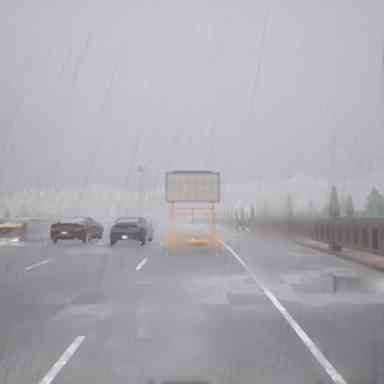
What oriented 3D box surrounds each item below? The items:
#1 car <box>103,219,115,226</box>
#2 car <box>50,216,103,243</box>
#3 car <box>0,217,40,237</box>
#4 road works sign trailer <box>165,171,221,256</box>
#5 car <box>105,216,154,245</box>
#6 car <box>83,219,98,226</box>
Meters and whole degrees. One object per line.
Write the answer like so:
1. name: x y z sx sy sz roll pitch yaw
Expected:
1. car: -18.051 6.625 72.456 1.882 1.535 5.008 0 -5 -5
2. car: -6.859 2.259 20.349 1.882 1.535 5.008 0 -5 0
3. car: -14.046 2.851 27.443 1.882 1.535 5.008 0 -5 0
4. road works sign trailer: 0.031 0.861 14.851 2.380 3.560 2.880 0 -3 0
5. car: -3.362 2.186 19.088 1.837 1.490 4.892 0 -4 0
6. car: -21.321 6.497 70.156 2.033 1.411 5.357 0 -5 -5
